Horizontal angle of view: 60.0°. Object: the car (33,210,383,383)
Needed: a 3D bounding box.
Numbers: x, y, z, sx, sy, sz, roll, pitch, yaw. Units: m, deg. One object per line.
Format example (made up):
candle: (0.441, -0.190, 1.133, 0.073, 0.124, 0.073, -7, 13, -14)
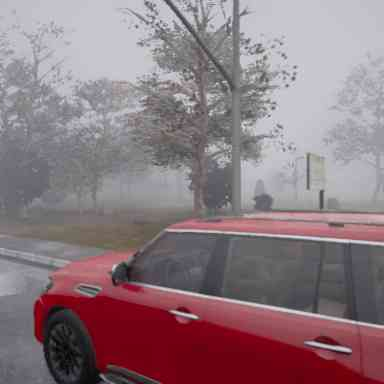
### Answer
car: (0.617, 1.224, 3.553, 5.566, 2.045, 2.150, 0, 0, 36)
